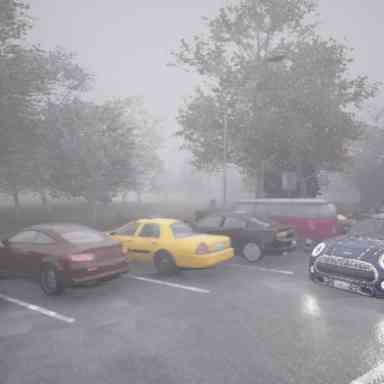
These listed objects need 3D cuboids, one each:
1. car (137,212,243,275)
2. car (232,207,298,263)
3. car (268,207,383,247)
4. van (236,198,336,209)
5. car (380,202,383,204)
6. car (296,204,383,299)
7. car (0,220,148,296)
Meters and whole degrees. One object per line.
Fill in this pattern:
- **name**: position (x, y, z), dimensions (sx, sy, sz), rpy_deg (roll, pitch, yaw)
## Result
- **car**: position (-1.347, 1.481, 10.420), dimensions (5.366, 1.575, 1.946), rpy_deg (-1, 0, 35)
- **car**: position (1.245, 1.478, 12.006), dimensions (5.008, 1.535, 2.097), rpy_deg (-1, 0, 35)
- **car**: position (6.137, 1.505, 15.384), dimensions (4.674, 1.452, 2.002), rpy_deg (-1, -1, 36)
- **van**: position (3.586, 1.248, 13.768), dimensions (4.442, 1.987, 1.878), rpy_deg (-1, 0, 35)
- **car**: position (11.081, 1.320, 18.696), dimensions (4.553, 1.767, 2.185), rpy_deg (-1, 0, 36)
- **car**: position (4.963, 1.341, 8.224), dimensions (4.553, 1.767, 2.097), rpy_deg (0, 0, -35)
- **car**: position (-3.619, 1.524, 8.595), dimensions (4.674, 1.452, 2.002), rpy_deg (-1, -1, 35)
